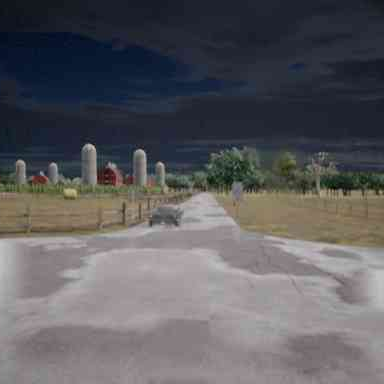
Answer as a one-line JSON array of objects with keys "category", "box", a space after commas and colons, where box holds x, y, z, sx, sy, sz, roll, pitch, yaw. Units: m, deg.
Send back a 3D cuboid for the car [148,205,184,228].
[{"category": "car", "box": [-1.617, 1.523, 21.817, 1.895, 1.301, 4.718, 0, 0, 3]}]
